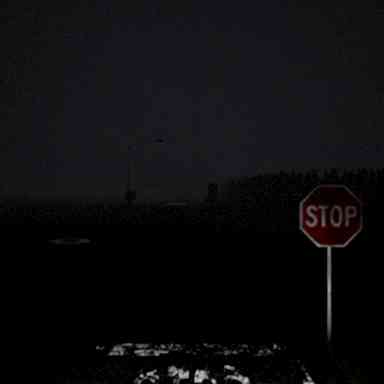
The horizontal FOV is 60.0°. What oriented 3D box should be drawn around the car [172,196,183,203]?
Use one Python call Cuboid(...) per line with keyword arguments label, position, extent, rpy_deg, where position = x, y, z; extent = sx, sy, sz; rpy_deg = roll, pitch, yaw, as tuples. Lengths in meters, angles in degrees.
Cuboid(label="car", position=(-2.842, 1.487, 65.922), extent=(2.033, 1.411, 5.357), rpy_deg=(0, 0, 0))
